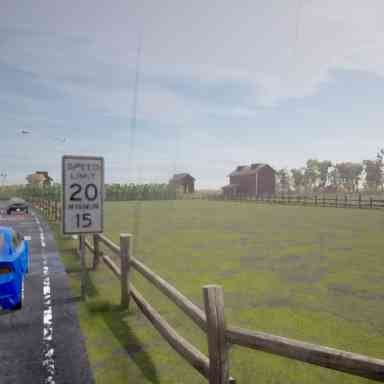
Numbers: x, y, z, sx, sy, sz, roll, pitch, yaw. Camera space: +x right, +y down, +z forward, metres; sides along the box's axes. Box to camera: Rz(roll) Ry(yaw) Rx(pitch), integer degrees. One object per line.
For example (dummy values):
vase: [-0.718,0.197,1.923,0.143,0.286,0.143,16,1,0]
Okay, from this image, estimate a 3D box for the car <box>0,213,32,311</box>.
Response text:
car: [-4.719,1.479,7.375,1.882,1.535,5.008,0,0,-24]

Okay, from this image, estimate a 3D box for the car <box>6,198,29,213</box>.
car: [-18.395,1.509,35.178,1.837,1.490,4.892,0,0,-28]

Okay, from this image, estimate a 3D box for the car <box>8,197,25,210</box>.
car: [-23.341,1.505,44.069,1.837,1.490,4.892,0,0,-30]
